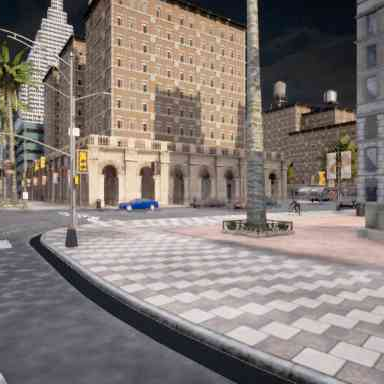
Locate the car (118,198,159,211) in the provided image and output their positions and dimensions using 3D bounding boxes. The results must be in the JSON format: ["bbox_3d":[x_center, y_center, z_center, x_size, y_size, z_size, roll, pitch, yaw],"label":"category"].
[{"bbox_3d":[-6.546,1.478,40.901,5.008,1.535,1.882,0,0,-33],"label":"car"}]

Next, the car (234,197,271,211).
[{"bbox_3d":[7.220,1.564,41.294,4.181,1.385,1.994,0,0,-33],"label":"car"}]

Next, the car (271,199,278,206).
[{"bbox_3d":[11.114,1.547,52.429,5.357,1.411,2.033,0,0,-33],"label":"car"}]

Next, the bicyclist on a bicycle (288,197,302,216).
[{"bbox_3d":[9.170,1.301,29.683,0.582,1.620,1.656,0,0,-33],"label":"bicyclist on a bicycle"}]

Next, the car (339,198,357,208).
[{"bbox_3d":[22.875,1.564,47.385,4.181,1.385,1.994,0,0,-34],"label":"car"}]

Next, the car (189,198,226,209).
[{"bbox_3d":[2.241,1.547,46.635,5.357,1.411,2.033,0,0,-33],"label":"car"}]
